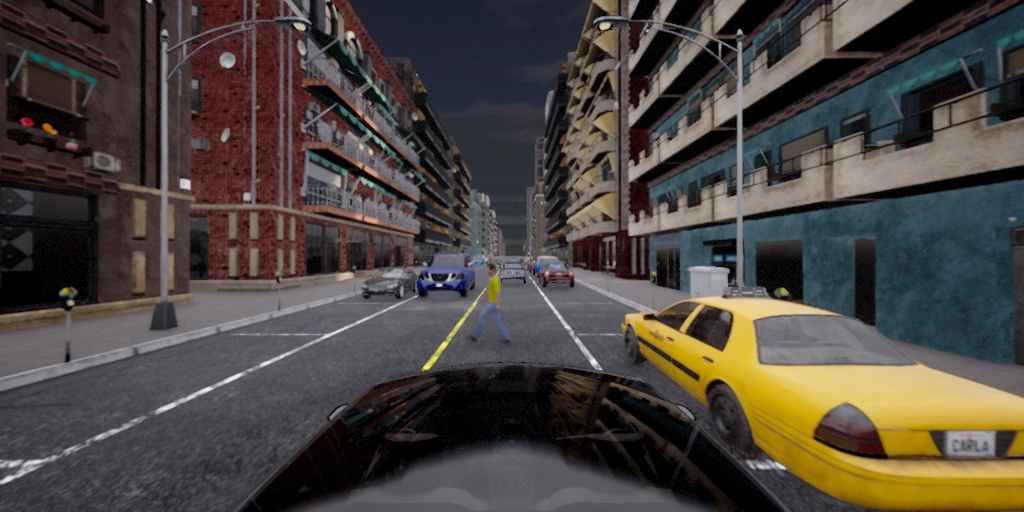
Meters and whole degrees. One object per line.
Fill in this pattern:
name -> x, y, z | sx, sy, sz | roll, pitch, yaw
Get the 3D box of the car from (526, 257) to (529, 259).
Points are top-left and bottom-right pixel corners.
car -> 2.743, 1.046, 39.233 | 1.888, 1.381, 4.507 | 0, 0, 0

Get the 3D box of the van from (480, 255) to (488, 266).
van -> -5.607, 0.701, 61.350 | 1.690, 1.789, 3.998 | 0, 0, 0

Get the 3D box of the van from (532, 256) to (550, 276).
van -> 2.728, 0.914, 28.186 | 1.690, 1.789, 3.998 | 0, 0, 0

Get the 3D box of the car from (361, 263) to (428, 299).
car -> -5.669, 1.196, 17.165 | 2.007, 1.370, 4.403 | 0, 0, 0

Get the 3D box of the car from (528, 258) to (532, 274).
car -> 2.735, 1.082, 33.709 | 1.888, 1.381, 4.507 | 0, 0, 0

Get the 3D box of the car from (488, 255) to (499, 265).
car -> -2.915, 0.926, 63.625 | 1.994, 1.385, 4.181 | 0, 0, 0

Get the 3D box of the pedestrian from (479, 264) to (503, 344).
pedestrian -> -0.465, 1.002, 7.914 | 0.375, 1.860, 0.375 | 1, 0, 0

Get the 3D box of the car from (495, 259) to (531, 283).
car -> 0.091, 1.137, 25.724 | 2.033, 1.411, 5.357 | 0, 0, 1

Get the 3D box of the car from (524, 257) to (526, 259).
car -> 2.750, 1.031, 44.757 | 1.948, 1.339, 4.313 | 0, 0, 0

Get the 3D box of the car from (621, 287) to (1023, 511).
car -> 3.003, 1.184, 4.908 | 1.801, 1.575, 5.366 | 0, 0, 0

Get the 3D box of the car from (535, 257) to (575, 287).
car -> 2.720, 1.049, 22.663 | 1.967, 1.591, 4.097 | 0, 0, 0

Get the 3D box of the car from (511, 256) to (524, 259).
car -> 0.144, 1.011, 44.945 | 2.033, 1.411, 5.357 | 0, 0, 0

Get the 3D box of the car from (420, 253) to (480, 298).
car -> -3.080, 0.862, 17.964 | 2.150, 2.045, 5.566 | 0, 0, 0
